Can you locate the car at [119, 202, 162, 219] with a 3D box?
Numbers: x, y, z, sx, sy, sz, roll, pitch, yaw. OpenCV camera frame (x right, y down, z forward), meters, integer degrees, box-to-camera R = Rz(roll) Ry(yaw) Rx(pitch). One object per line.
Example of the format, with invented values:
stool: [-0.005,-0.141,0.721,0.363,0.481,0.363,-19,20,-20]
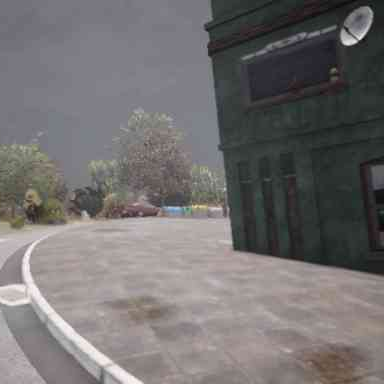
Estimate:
car: [-4.691,1.742,31.014,1.882,1.535,5.008,-8,-8,27]
